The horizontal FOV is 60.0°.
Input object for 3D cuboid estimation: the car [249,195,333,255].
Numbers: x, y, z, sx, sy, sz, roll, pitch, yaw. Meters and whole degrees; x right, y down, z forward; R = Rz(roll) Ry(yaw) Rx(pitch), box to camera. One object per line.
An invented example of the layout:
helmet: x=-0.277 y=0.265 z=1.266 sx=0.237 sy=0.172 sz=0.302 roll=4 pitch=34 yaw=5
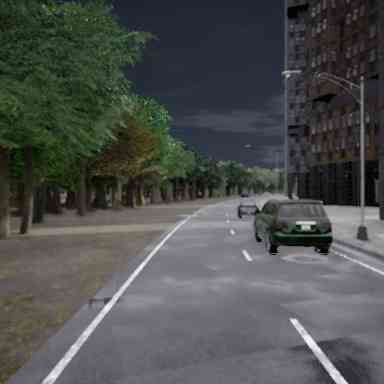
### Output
car: x=3.961 y=1.299 z=13.897 sx=2.150 sy=2.045 sz=5.566 roll=0 pitch=0 yaw=3

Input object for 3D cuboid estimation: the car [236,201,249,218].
car: x=5.228 y=1.617 z=31.543 sx=2.128 sy=1.511 sz=4.902 roll=0 pitch=0 yaw=5
